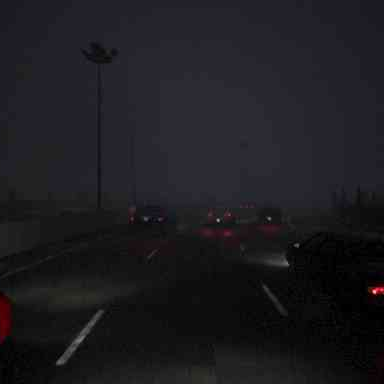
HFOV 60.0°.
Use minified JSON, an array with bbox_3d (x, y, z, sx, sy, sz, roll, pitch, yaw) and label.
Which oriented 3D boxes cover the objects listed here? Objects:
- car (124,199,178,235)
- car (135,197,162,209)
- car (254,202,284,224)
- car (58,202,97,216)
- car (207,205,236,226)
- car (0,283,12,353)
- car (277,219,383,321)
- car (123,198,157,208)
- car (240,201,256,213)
[{"bbox_3d":[-2.202,1.510,20.033,2.097,1.767,4.553,0,0,8],"label":"car"},{"bbox_3d":[-6.842,1.765,52.733,2.097,1.767,4.553,0,0,26],"label":"car"},{"bbox_3d":[6.248,1.716,26.797,1.837,1.490,4.892,0,-1,13],"label":"car"},{"bbox_3d":[-10.718,1.727,31.784,1.882,1.535,5.008,0,0,15],"label":"car"},{"bbox_3d":[2.258,1.723,25.034,1.812,1.442,4.674,0,0,11],"label":"car"},{"bbox_3d":[-3.397,1.237,1.910,2.150,2.045,5.566,0,0,0],"label":"car"},{"bbox_3d":[3.670,1.609,7.677,2.033,1.411,5.357,0,0,1],"label":"car"},{"bbox_3d":[-5.878,1.775,36.020,2.128,1.511,4.902,0,0,18],"label":"car"},{"bbox_3d":[7.350,1.872,41.305,2.033,1.411,5.357,0,-1,23],"label":"car"}]
